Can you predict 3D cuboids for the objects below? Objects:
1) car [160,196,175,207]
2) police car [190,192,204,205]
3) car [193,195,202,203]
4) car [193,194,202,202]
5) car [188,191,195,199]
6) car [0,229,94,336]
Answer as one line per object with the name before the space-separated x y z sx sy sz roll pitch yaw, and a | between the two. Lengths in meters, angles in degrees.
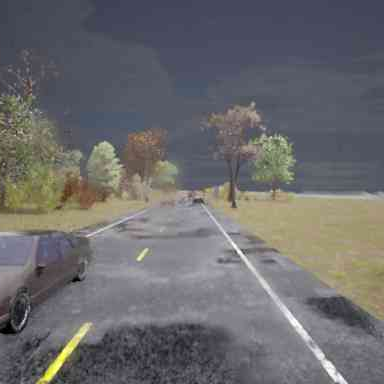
car | -3.559 1.338 48.837 1.882 1.535 5.008 0 0 0
police car | 1.061 1.263 55.856 1.930 1.638 5.238 0 0 0
car | 1.072 1.332 65.741 1.812 1.442 4.674 0 0 0
car | 1.087 1.291 71.740 1.837 1.490 4.892 0 0 0
car | 0.081 0.806 89.124 2.150 2.045 5.566 0 0 0
car | -3.599 1.529 6.918 2.033 1.411 5.357 0 0 0
